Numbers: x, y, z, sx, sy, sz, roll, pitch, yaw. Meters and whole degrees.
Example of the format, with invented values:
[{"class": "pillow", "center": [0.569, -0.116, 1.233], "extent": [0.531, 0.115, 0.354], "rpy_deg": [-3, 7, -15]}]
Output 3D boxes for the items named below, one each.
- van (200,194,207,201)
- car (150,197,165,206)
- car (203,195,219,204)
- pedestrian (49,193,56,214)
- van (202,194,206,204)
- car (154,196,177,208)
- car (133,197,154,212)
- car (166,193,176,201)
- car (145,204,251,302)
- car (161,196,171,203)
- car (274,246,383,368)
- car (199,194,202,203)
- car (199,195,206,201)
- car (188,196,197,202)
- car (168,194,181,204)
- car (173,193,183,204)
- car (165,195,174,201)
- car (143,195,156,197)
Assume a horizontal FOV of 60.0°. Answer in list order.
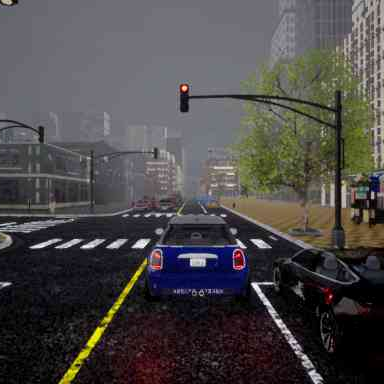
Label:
[{"class": "van", "center": [2.806, 1.349, 82.636], "extent": [1.690, 1.788, 3.998], "rpy_deg": [0, 0, 0]}, {"class": "car", "center": [-5.613, 1.555, 54.890], "extent": [2.008, 1.369, 4.403], "rpy_deg": [0, 0, 0]}, {"class": "car", "center": [2.752, 1.528, 43.948], "extent": [1.752, 1.417, 4.829], "rpy_deg": [0, 0, 0]}, {"class": "pedestrian", "center": [-12.709, 1.039, 30.250], "extent": [0.375, 1.860, 0.375], "rpy_deg": [0, -1, -1]}, {"class": "van", "center": [2.761, 1.345, 49.330], "extent": [1.690, 1.788, 3.998], "rpy_deg": [0, 0, 0]}, {"class": "car", "center": [-3.041, 1.528, 38.522], "extent": [1.812, 1.442, 4.674], "rpy_deg": [0, 0, -2]}, {"class": "car", "center": [-5.636, 1.585, 38.236], "extent": [1.802, 1.307, 4.206], "rpy_deg": [0, 0, 0]}, {"class": "car", "center": [-5.568, 1.324, 88.196], "extent": [2.192, 1.841, 5.009], "rpy_deg": [0, 0, 0]}, {"class": "car", "center": [0.112, 1.353, 8.417], "extent": [2.097, 1.767, 4.553], "rpy_deg": [0, 0, 0]}, {"class": "car", "center": [-5.591, 1.532, 71.373], "extent": [1.752, 1.417, 4.829], "rpy_deg": [0, 0, 0]}, {"class": "car", "center": [2.701, 1.566, 5.749], "extent": [1.947, 1.339, 4.313], "rpy_deg": [0, 0, 0]}, {"class": "car", "center": [2.774, 1.556, 60.432], "extent": [2.008, 1.369, 4.403], "rpy_deg": [0, 0, 0]}, {"class": "car", "center": [2.812, 1.534, 88.357], "extent": [1.752, 1.417, 4.829], "rpy_deg": [0, 0, 0]}, {"class": "car", "center": [0.107, 1.548, 79.251], "extent": [2.033, 1.411, 5.357], "rpy_deg": [0, 0, 0]}, {"class": "car", "center": [-3.032, 1.481, 49.042], "extent": [1.882, 1.535, 5.008], "rpy_deg": [0, 0, 0]}, {"class": "car", "center": [-2.961, 1.223, 64.088], "extent": [2.150, 2.045, 5.566], "rpy_deg": [0, 1, 1]}, {"class": "car", "center": [-5.576, 1.559, 82.645], "extent": [2.008, 1.369, 4.403], "rpy_deg": [0, 0, 0]}, {"class": "car", "center": [-5.627, 1.318, 43.787], "extent": [2.192, 1.841, 5.009], "rpy_deg": [0, 0, 0]}]
